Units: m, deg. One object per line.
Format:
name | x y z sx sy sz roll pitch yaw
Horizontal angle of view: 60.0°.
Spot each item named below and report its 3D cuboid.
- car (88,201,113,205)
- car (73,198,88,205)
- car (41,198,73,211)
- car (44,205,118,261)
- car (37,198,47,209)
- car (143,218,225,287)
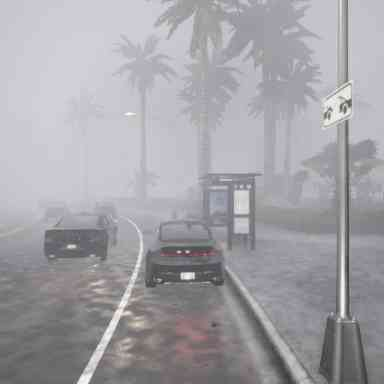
car | -7.312 1.499 27.342 1.837 1.490 4.892 0 0 -19
car | -14.553 1.516 42.690 1.812 1.442 4.674 0 0 -31
car | -10.963 1.518 27.260 1.812 1.442 4.674 0 0 -19
car | -3.904 1.475 12.388 1.882 1.535 5.008 0 0 -7
car | -18.147 1.465 41.864 1.882 1.535 5.008 0 0 -32
car | -0.298 1.504 9.355 1.837 1.490 4.892 0 0 -5
